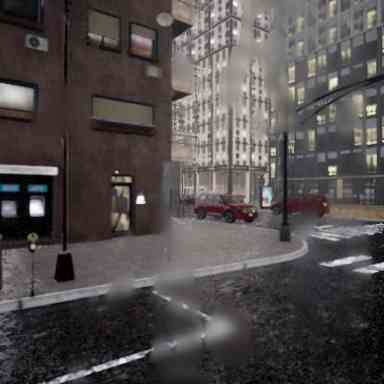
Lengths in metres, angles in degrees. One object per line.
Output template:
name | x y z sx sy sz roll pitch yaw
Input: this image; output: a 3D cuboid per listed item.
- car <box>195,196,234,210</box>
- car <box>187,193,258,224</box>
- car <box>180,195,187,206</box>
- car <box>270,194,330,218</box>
car | 2.396 1.136 36.643 1.947 1.339 4.313 2 0 -36
car | 2.180 1.050 22.692 2.192 1.841 5.009 2 0 -36
car | -0.865 1.031 41.131 1.947 1.339 4.313 2 0 -36
car | 8.923 1.094 27.667 2.192 1.841 5.009 2 0 -36
